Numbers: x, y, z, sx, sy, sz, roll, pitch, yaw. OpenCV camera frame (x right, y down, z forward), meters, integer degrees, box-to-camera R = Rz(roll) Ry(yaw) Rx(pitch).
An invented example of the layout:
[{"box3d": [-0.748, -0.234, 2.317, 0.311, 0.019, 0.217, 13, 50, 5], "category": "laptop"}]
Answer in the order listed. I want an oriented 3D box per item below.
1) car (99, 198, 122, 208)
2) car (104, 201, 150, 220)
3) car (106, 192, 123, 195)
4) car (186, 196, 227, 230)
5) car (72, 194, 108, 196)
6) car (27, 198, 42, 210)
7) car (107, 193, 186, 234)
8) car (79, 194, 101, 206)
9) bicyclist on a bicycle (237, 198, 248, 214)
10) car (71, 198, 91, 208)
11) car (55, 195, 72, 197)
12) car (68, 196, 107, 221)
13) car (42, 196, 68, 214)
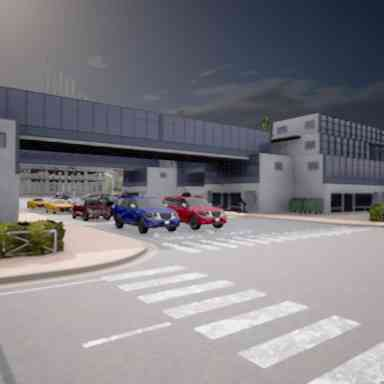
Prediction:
[{"box3d": [-12.762, 1.679, 51.983, 1.812, 1.442, 4.674, 1, 0, -35], "category": "car"}, {"box3d": [-6.107, 1.646, 30.599, 2.033, 1.411, 5.357, 1, 0, -36], "category": "car"}, {"box3d": [-8.907, 1.346, 40.780, 2.150, 2.045, 5.566, 1, -1, -36], "category": "car"}, {"box3d": [-0.091, 1.321, 22.311, 2.150, 2.045, 5.566, 1, 0, -36], "category": "car"}, {"box3d": [-11.950, 1.450, 38.687, 2.097, 1.767, 4.553, 1, 0, -36], "category": "car"}, {"box3d": [-21.228, 1.547, 45.611, 1.882, 1.535, 5.008, 1, 0, -35], "category": "car"}, {"box3d": [-2.935, 1.293, 20.230, 2.150, 2.045, 5.566, 1, 0, -35], "category": "car"}, {"box3d": [-18.423, 1.373, 59.715, 2.150, 2.045, 5.566, 1, 0, -36], "category": "car"}, {"box3d": [5.241, 1.492, 34.513, 1.656, 1.620, 0.582, 0, 0, -36], "category": "bicyclist on a bicycle"}, {"box3d": [-17.724, 1.651, 52.907, 1.812, 1.442, 4.674, 1, 0, -36], "category": "car"}, {"box3d": [-18.926, 1.603, 48.413, 1.837, 1.490, 4.892, 1, -1, -35], "category": "car"}, {"box3d": [-8.444, 1.423, 27.864, 2.097, 1.767, 4.553, 1, 0, -36], "category": "car"}, {"box3d": [-14.574, 1.548, 36.341, 1.882, 1.535, 5.008, 1, 0, -36], "category": "car"}]
